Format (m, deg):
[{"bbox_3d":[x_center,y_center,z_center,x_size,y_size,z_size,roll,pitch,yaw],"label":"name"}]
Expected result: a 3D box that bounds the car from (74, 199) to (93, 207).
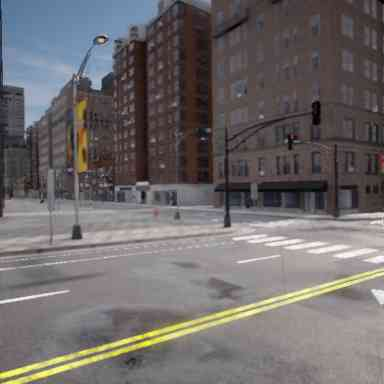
[{"bbox_3d":[-18.867,1.822,57.804,1.895,1.301,4.718,-1,0,-35],"label":"car"}]
